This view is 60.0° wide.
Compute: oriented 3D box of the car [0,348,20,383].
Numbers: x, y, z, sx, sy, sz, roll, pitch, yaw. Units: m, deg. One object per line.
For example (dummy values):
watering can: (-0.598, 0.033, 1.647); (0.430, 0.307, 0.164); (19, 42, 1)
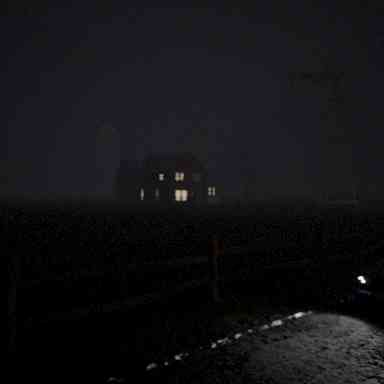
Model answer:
car: (-3.102, 1.512, 0.840); (4.892, 1.490, 1.837); (0, 0, -36)

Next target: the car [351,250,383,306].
car: (5.634, 1.535, 7.130); (5.357, 1.411, 2.033); (0, 0, -36)
